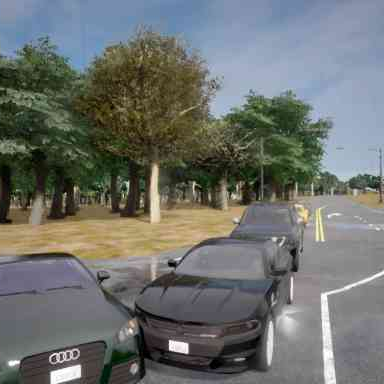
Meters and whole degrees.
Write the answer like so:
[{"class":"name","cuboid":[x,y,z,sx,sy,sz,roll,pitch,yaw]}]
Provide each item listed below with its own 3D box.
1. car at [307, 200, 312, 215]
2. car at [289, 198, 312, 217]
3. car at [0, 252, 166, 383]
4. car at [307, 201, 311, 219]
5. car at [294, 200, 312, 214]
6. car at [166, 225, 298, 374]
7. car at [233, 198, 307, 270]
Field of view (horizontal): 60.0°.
[{"class":"car","cuboid":[9.370,1.723,29.477,1.812,1.442,4.674,-1,0,21]},{"class":"car","cuboid":[11.410,1.562,34.847,2.097,1.767,4.553,-1,0,21]},{"class":"car","cuboid":[-2.291,1.642,4.904,1.994,1.385,4.181,1,-2,-33]},{"class":"car","cuboid":[7.298,1.663,23.978,1.882,1.535,5.008,-1,0,21]},{"class":"car","cuboid":[13.418,1.746,40.052,1.812,1.442,4.674,-1,0,21]},{"class":"car","cuboid":[0.758,1.612,6.195,1.882,1.535,5.008,-1,-2,21]},{"class":"car","cuboid":[2.894,1.459,12.330,2.150,2.045,5.566,-2,0,21]}]
